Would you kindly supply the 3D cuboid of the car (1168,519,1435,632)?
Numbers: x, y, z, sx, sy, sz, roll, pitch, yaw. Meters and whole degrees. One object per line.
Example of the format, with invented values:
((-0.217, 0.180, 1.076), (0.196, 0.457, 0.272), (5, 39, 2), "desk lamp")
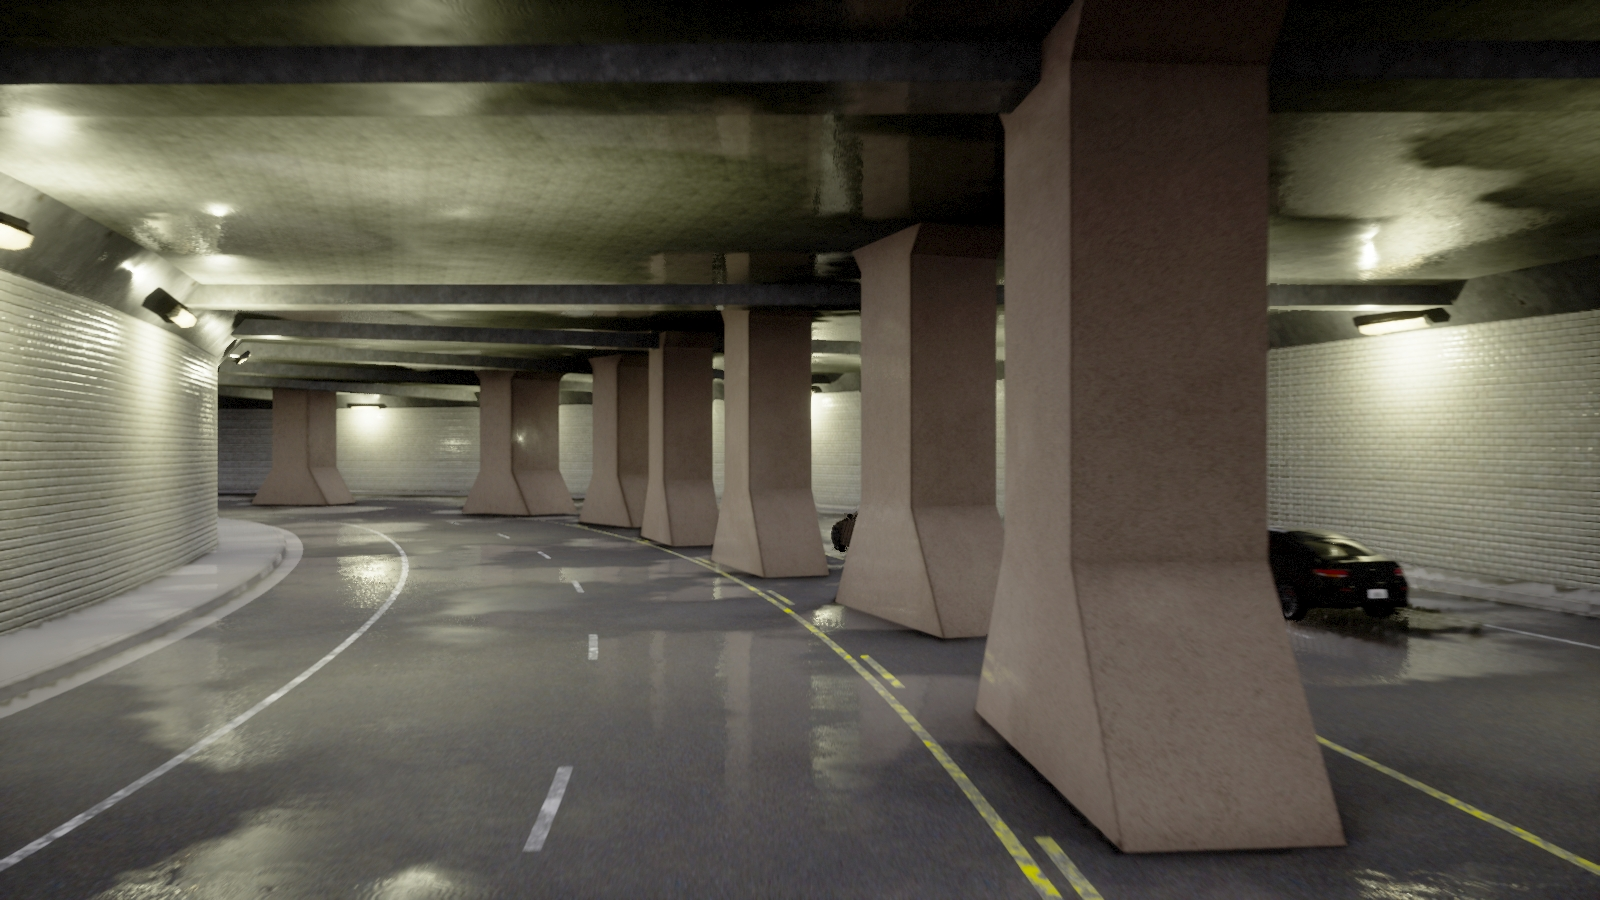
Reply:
((8.585, 2.080, 20.114), (2.002, 1.442, 4.674), (0, 0, -11), "car")

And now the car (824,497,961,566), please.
((2.323, 2.081, 30.190), (2.002, 1.442, 4.674), (0, 0, -18), "car")
